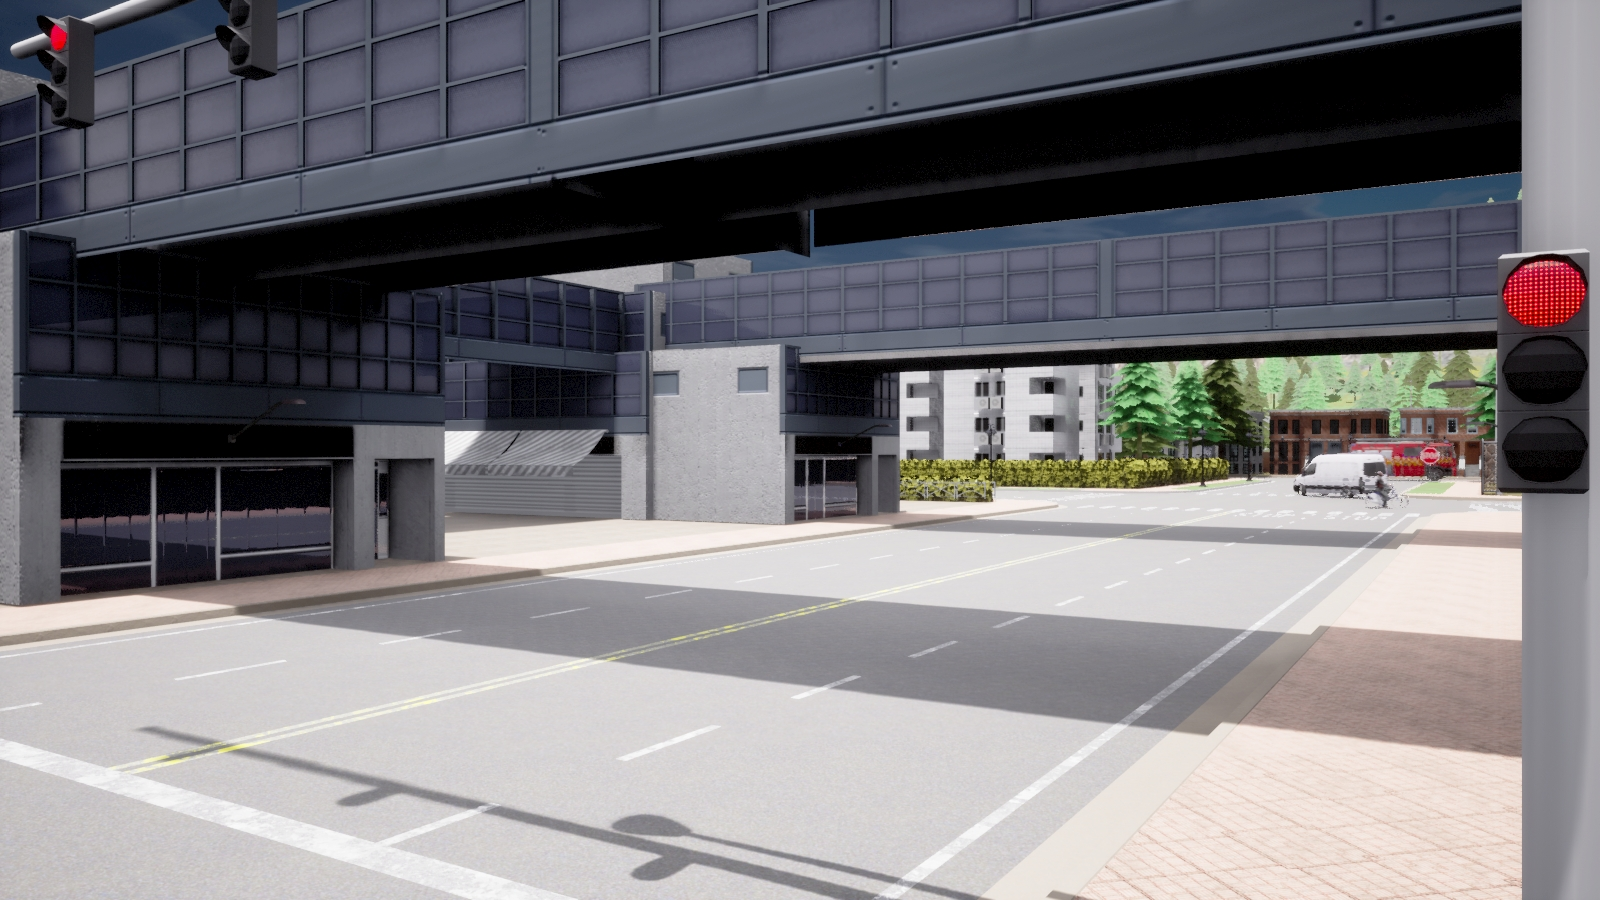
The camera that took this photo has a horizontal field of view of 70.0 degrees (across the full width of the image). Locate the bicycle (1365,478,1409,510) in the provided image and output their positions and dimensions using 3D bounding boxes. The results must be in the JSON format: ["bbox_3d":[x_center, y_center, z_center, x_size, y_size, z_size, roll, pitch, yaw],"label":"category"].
[{"bbox_3d":[27.756,2.060,54.019,1.835,1.471,0.329,0,0,32],"label":"bicycle"}]

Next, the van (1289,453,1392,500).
[{"bbox_3d":[31.941,1.529,67.728,1.988,2.561,5.915,-3,1,-17],"label":"van"}]
